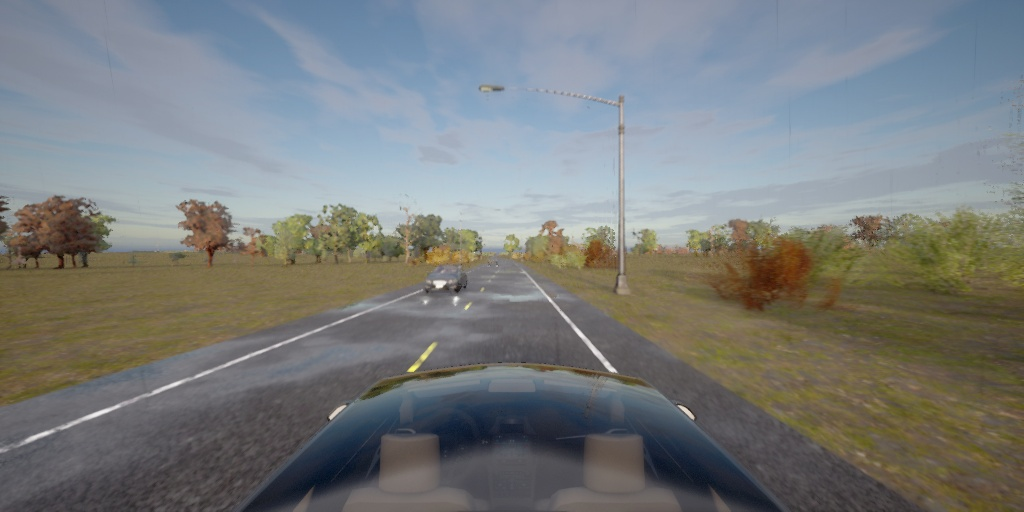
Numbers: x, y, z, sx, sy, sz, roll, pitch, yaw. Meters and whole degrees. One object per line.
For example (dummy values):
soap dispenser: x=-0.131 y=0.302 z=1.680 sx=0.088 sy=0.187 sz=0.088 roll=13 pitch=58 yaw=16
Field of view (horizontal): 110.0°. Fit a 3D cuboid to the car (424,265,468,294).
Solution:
car: x=-3.613 y=1.253 z=20.319 sx=2.128 sy=1.511 sz=4.902 roll=0 pitch=0 yaw=0
